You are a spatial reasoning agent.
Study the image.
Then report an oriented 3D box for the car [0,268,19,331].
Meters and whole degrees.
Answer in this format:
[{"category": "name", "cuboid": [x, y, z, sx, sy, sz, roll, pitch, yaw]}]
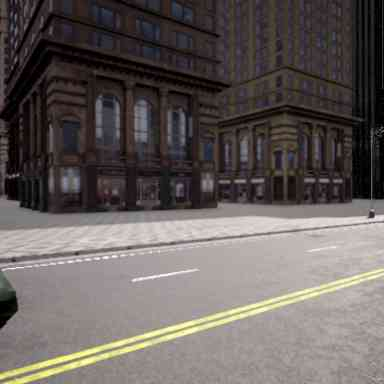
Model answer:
[{"category": "car", "cuboid": [-4.920, 1.598, 4.163, 4.718, 1.301, 1.895, 0, 0, -35]}]
